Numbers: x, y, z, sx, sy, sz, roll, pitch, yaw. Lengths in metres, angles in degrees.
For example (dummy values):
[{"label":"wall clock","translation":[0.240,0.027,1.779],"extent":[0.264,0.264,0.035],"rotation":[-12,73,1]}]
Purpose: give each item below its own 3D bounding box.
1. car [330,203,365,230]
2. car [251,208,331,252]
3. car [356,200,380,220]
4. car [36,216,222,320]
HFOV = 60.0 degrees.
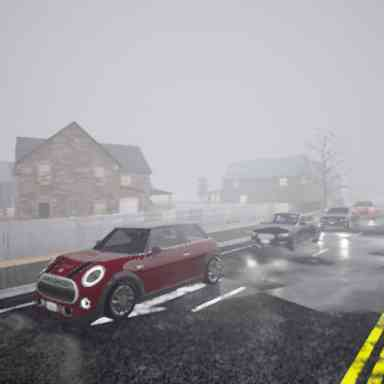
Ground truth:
[{"label":"car","translation":[10.306,1.729,23.038],"extent":[1.837,1.490,4.892],"rotation":[-2,-1,36]},{"label":"car","translation":[4.402,1.698,15.188],"extent":[2.128,1.511,4.902],"rotation":[-2,-1,37]},{"label":"car","translation":[16.166,1.597,31.117],"extent":[2.097,1.767,4.553],"rotation":[-2,-1,36]},{"label":"car","translation":[-1.231,1.546,7.983],"extent":[2.097,1.767,4.553],"rotation":[-2,-1,38]}]
